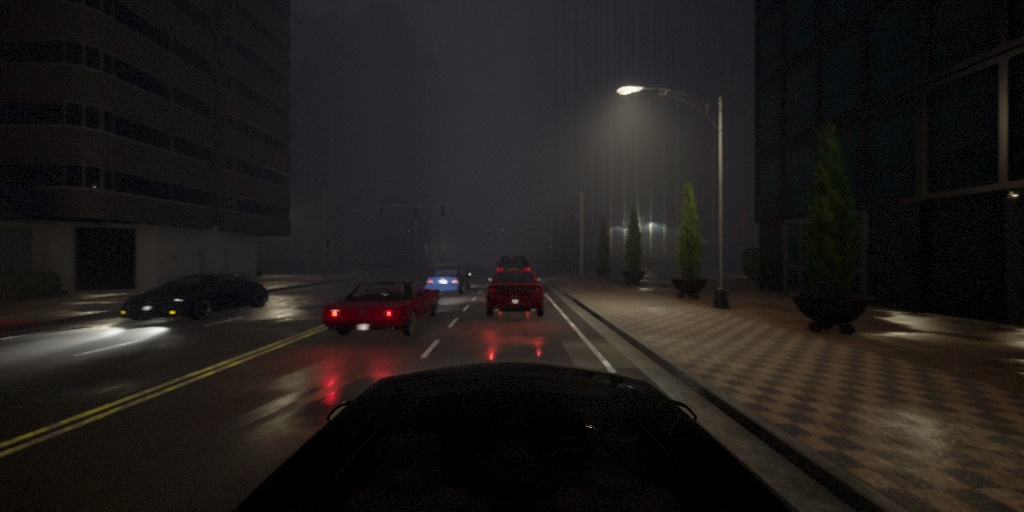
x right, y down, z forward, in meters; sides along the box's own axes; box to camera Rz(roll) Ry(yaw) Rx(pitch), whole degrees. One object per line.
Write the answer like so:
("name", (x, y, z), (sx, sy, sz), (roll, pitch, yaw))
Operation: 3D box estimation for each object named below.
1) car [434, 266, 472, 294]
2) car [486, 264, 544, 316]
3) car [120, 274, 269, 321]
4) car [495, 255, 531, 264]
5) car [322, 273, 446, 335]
("car", (-3.405, 1.286, 20.023), (2.033, 1.411, 5.357), (0, 0, 0))
("car", (0.097, 1.220, 13.343), (1.882, 1.535, 5.008), (0, 0, 0))
("car", (-10.503, 1.307, 12.309), (1.994, 1.385, 4.181), (0, 0, 0))
("car", (0.094, 0.958, 23.339), (2.150, 2.045, 5.566), (0, 0, 0))
("car", (-3.404, 1.345, 10.430), (1.895, 1.301, 4.718), (0, 0, 0))
